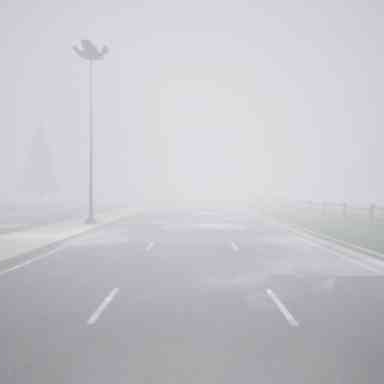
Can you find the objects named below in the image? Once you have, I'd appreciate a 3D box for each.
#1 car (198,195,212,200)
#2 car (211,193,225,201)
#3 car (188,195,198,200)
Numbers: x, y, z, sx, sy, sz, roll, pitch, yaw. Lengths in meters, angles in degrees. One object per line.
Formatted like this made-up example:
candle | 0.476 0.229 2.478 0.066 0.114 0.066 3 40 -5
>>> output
car | 3.669 1.567 89.870 1.994 1.385 4.181 0 0 11
car | 6.985 1.599 88.561 1.895 1.301 4.718 0 0 11
car | 0.209 1.506 90.398 1.837 1.490 4.892 0 0 11
